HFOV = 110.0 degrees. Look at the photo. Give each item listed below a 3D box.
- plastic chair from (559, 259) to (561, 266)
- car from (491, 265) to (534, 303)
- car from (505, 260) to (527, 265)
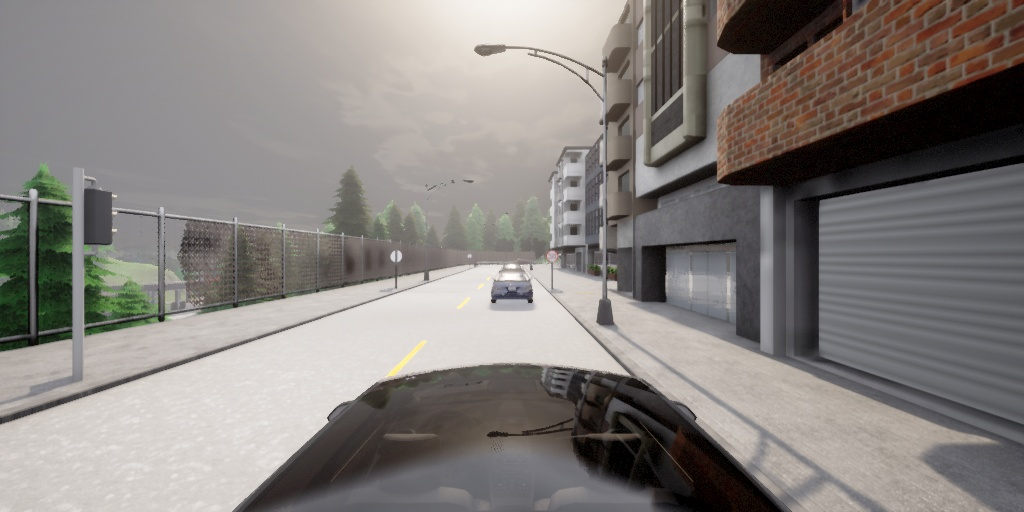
[{"bbox_3d":[9.254,1.279,64.026,0.750,1.272,0.730,0,0,10],"label":"plastic chair"},{"bbox_3d":[0.000,1.313,16.500,2.033,1.411,5.357,0,0,0],"label":"car"},{"bbox_3d":[0.000,1.313,31.500,2.033,1.411,5.357,0,0,0],"label":"car"}]
